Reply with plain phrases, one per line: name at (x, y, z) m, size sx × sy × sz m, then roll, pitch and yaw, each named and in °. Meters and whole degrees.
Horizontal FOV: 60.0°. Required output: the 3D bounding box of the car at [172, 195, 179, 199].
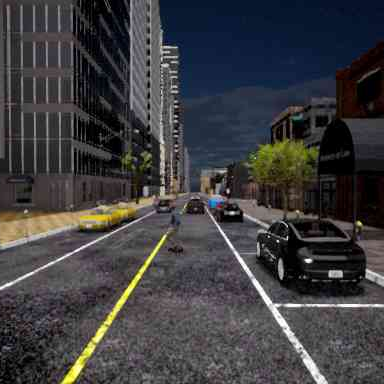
car at (-5.020, 1.472, 91.435) m, size 1.752 × 1.417 × 4.829 m, roll -1°, pitch 0°, yaw 1°

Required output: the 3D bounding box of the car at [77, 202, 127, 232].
car at (-5.522, 1.513, 20.280) m, size 1.752 × 1.417 × 4.829 m, roll -1°, pitch 0°, yaw 1°

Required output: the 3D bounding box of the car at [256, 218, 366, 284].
car at (3.084, 1.500, 9.510) m, size 1.837 × 1.490 × 4.892 m, roll 0°, pitch 0°, yaw 1°

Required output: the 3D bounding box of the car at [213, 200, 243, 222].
car at (2.910, 1.550, 25.897) m, size 1.947 × 1.339 × 4.313 m, roll -1°, pitch 0°, yaw 1°

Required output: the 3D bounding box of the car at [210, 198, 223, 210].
car at (2.960, 1.563, 31.431) m, size 1.802 × 1.307 × 4.206 m, roll -1°, pitch 0°, yaw 1°

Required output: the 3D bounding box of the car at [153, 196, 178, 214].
car at (-2.781, 1.483, 35.609) m, size 1.837 × 1.490 × 4.892 m, roll 0°, pitch 0°, yaw 1°

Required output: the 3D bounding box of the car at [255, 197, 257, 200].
car at (17.214, 1.376, 76.705) m, size 5.009 × 1.841 × 2.192 m, roll 1°, pitch 0°, yaw 1°

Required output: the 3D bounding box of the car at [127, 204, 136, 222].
car at (-5.472, 1.510, 25.814) m, size 1.752 × 1.417 × 4.829 m, roll -1°, pitch 0°, yaw 1°

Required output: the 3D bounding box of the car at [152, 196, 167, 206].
car at (-5.223, 1.407, 53.658) m, size 1.967 × 1.590 × 4.097 m, roll -1°, pitch 0°, yaw 1°

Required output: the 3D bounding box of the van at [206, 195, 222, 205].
van at (3.056, 1.315, 42.499) m, size 1.690 × 1.788 × 3.998 m, roll -1°, pitch 0°, yaw 1°

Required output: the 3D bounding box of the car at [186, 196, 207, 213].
car at (0.411, 1.481, 36.382) m, size 1.837 × 1.490 × 4.892 m, roll 0°, pitch 0°, yaw 1°

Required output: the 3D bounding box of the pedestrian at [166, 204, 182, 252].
pedestrian at (-0.657, 1.286, 12.345) m, size 0.375 × 1.860 × 0.375 m, roll -1°, pitch 1°, yaw -1°
